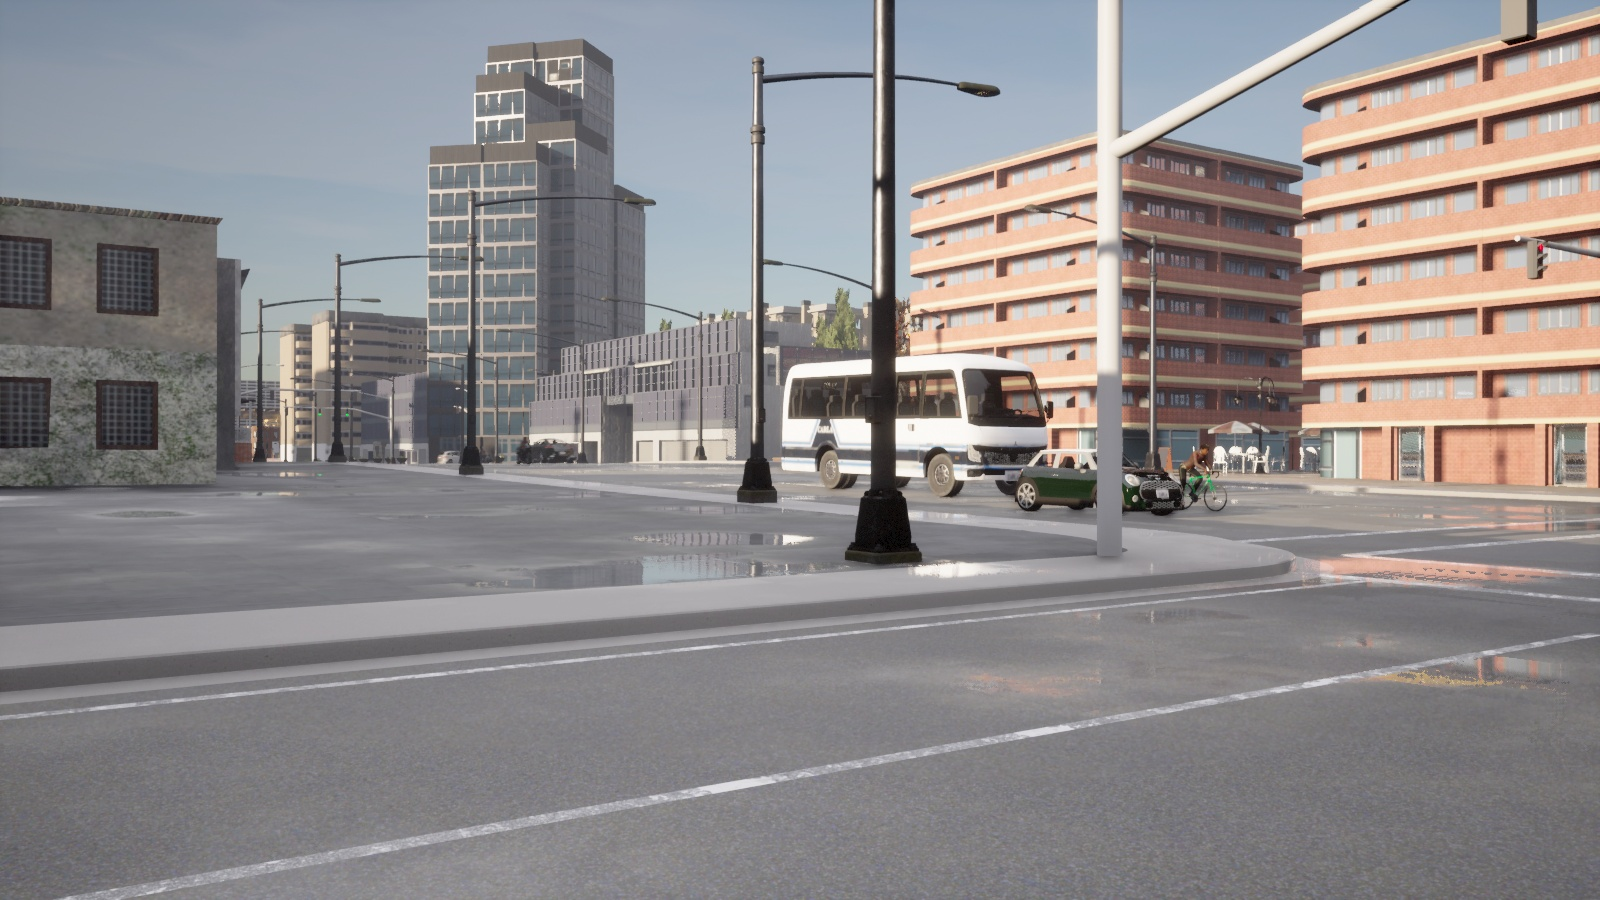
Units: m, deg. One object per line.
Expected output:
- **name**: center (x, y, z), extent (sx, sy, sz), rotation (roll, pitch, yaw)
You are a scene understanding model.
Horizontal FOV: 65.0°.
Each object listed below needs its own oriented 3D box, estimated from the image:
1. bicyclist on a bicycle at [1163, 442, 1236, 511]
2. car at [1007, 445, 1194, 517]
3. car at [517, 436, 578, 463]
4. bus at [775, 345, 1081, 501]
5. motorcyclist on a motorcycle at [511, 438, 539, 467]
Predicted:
- **bicyclist on a bicycle**: center (9.688, 0.629, 30.501), extent (0.582, 1.620, 1.656), rotation (0, 1, -34)
- **car**: center (6.768, 0.646, 28.573), extent (1.970, 1.475, 3.806), rotation (0, 1, -33)
- **car**: center (-16.650, 0.007, 82.618), extent (2.152, 1.651, 5.027), rotation (0, -1, -34)
- **bus**: center (3.641, -0.822, 39.569), extent (3.944, 4.253, 10.273), rotation (0, 1, -34)
- **motorcyclist on a motorcycle**: center (-14.701, 0.103, 67.076), extent (0.797, 1.523, 2.044), rotation (0, 0, -34)
